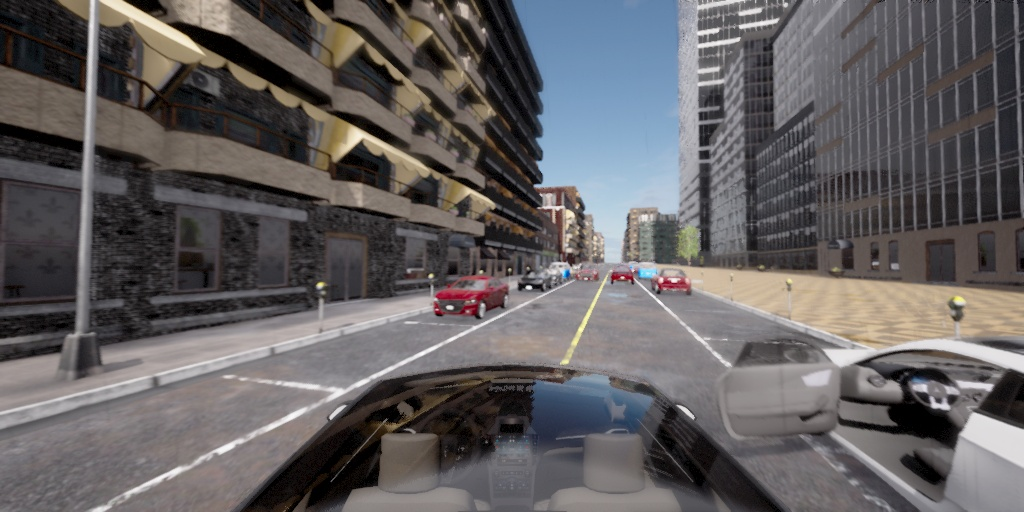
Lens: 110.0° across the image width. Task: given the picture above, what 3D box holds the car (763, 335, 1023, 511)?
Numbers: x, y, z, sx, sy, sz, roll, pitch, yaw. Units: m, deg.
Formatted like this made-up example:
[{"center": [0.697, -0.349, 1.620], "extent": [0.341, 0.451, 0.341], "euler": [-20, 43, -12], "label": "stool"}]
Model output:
[{"center": [3.744, 1.291, 2.458], "extent": [1.812, 1.442, 4.674], "euler": [0, -1, 16], "label": "car"}]

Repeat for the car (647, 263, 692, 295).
[{"center": [9.713, 1.471, 22.160], "extent": [1.967, 1.591, 4.097], "euler": [0, 0, 16], "label": "car"}]

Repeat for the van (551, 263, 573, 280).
[{"center": [4.705, 1.537, 35.170], "extent": [1.690, 1.789, 3.998], "euler": [0, 0, 16], "label": "van"}]

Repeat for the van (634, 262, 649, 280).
[{"center": [14.291, 1.591, 38.229], "extent": [1.690, 1.789, 3.998], "euler": [0, 0, 16], "label": "van"}]

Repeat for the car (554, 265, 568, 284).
[{"center": [3.179, 1.674, 29.813], "extent": [2.007, 1.370, 4.403], "euler": [0, 0, 16], "label": "car"}]

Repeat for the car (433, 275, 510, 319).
[{"center": [-1.400, 1.451, 13.745], "extent": [1.888, 1.381, 4.507], "euler": [0, 0, 16], "label": "car"}]

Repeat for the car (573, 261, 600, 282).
[{"center": [7.465, 1.552, 35.272], "extent": [2.097, 1.767, 4.553], "euler": [0, -1, 16], "label": "car"}]

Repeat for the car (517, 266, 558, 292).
[{"center": [1.653, 1.616, 24.458], "extent": [1.948, 1.339, 4.313], "euler": [0, 0, 16], "label": "car"}]

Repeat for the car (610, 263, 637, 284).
[{"center": [9.690, 1.634, 31.624], "extent": [1.882, 1.535, 5.008], "euler": [0, -1, 16], "label": "car"}]
